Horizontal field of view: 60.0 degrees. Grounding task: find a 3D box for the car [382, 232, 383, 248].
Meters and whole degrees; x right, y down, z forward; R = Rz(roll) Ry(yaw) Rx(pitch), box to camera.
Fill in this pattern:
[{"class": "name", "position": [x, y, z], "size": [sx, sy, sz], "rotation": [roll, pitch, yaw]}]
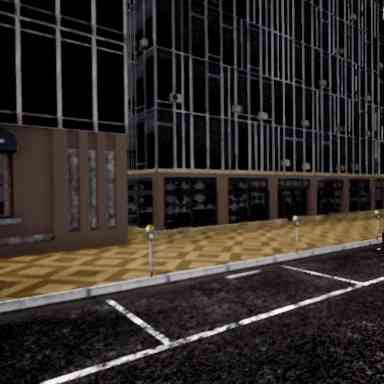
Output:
[{"class": "car", "position": [9.261, 1.558, 13.173], "size": [4.313, 1.339, 1.947], "rotation": [0, -1, -35]}]
